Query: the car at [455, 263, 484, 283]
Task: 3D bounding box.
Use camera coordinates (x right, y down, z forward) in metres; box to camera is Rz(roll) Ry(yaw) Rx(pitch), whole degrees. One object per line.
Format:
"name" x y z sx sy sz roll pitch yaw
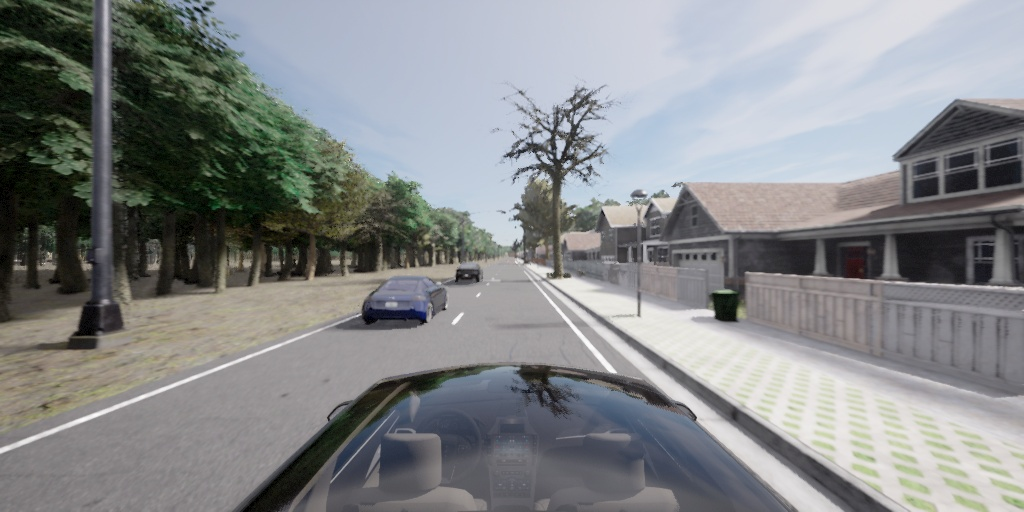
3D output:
"car" -3.408 1.296 29.263 1.882 1.535 5.008 0 0 0

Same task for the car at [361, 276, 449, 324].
"car" -3.404 1.346 12.129 1.994 1.385 4.181 0 0 0
